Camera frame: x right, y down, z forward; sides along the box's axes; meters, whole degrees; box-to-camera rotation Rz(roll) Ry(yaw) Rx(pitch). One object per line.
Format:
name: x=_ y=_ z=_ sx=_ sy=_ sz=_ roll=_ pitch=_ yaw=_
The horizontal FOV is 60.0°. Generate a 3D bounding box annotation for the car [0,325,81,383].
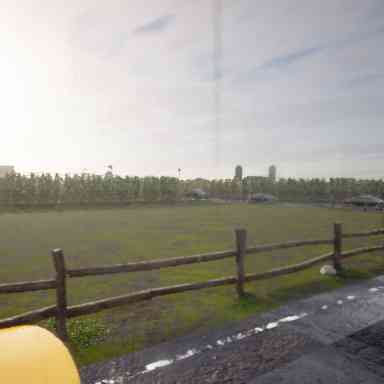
car: x=-2.880 y=1.482 z=1.019 sx=5.008 sy=1.535 sz=1.882 roll=0 pitch=0 yaw=-35

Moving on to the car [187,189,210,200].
car: x=1.139 y=0.493 z=64.215 sx=2.150 sy=2.045 sz=5.566 roll=-1 pitch=1 yaw=-34

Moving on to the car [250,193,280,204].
car: x=10.912 y=0.953 z=49.844 sx=2.128 sy=1.511 sz=4.902 roll=-1 pitch=1 yaw=-34

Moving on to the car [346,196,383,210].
car: x=19.722 y=1.187 z=36.997 sx=1.837 sy=1.490 sz=4.892 roll=-1 pitch=2 yaw=-34
